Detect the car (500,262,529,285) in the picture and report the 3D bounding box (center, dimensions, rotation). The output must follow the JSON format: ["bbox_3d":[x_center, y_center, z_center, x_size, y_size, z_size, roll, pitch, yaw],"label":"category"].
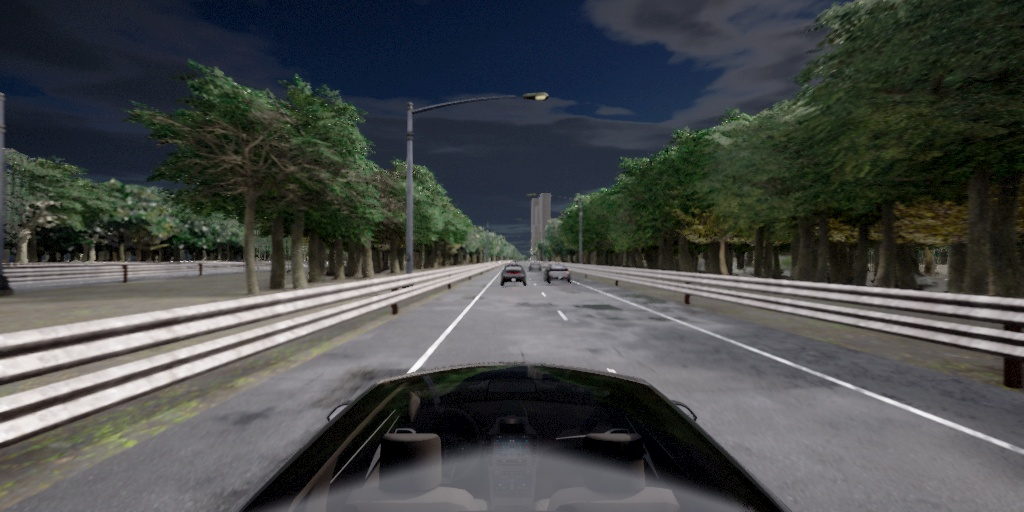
[{"bbox_3d":[0.114,1.428,27.840,1.837,1.490,4.892,0,0,0],"label":"car"}]

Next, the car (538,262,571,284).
[{"bbox_3d":[3.615,1.424,29.313,2.128,1.511,4.902,0,0,0],"label":"car"}]

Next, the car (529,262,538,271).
[{"bbox_3d":[3.630,1.627,56.377,2.128,1.511,4.902,0,0,0],"label":"car"}]
